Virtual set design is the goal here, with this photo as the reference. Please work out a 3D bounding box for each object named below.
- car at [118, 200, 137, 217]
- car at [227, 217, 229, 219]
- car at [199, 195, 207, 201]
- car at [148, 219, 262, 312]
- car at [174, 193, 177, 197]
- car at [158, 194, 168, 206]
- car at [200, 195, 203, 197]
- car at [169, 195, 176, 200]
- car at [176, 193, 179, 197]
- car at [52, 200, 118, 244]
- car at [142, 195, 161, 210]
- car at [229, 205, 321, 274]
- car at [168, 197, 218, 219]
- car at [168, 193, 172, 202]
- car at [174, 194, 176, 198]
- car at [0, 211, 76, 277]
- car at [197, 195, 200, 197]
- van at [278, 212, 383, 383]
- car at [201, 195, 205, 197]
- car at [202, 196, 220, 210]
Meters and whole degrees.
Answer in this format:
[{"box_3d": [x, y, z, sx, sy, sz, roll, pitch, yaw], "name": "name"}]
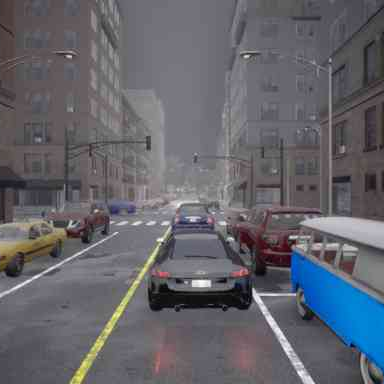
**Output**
[{"box_3d": [-7.735, 1.505, 31.216, 5.008, 1.535, 1.882, 0, 0, 0], "name": "car"}, {"box_3d": [2.645, 1.581, 16.086, 1.802, 1.307, 4.206, 0, 0, 0], "name": "car"}, {"box_3d": [2.673, 1.437, 81.468, 1.967, 1.590, 4.097, 0, 0, 0], "name": "car"}, {"box_3d": [0.101, 1.564, 7.799, 1.994, 1.385, 4.181, 0, 0, -2], "name": "car"}, {"box_3d": [-5.367, 1.563, 81.472, 1.947, 1.339, 4.313, 0, 0, 0], "name": "car"}, {"box_3d": [-5.389, 1.522, 53.892, 1.752, 1.417, 4.829, 0, 0, 0], "name": "car"}, {"box_3d": [2.661, 1.547, 54.058, 2.008, 1.369, 4.403, 0, 0, 0], "name": "car"}, {"box_3d": [-5.359, 1.523, 92.266, 1.752, 1.417, 4.829, 0, 0, 0], "name": "car"}, {"box_3d": [-5.362, 1.312, 86.954, 2.192, 1.841, 5.009, 0, 0, 0], "name": "car"}, {"box_3d": [-5.393, 1.314, 16.091, 2.192, 1.841, 5.009, 0, 0, 0], "name": "car"}, {"box_3d": [-5.397, 1.521, 42.928, 1.752, 1.417, 4.829, 0, 0, 0], "name": "car"}, {"box_3d": [2.643, 1.314, 10.407, 2.192, 1.841, 5.009, 0, 0, 0], "name": "car"}, {"box_3d": [0.057, 1.351, 17.855, 2.097, 1.767, 4.553, 0, 0, 0], "name": "car"}, {"box_3d": [-5.384, 1.311, 59.544, 2.192, 1.841, 5.009, 0, 0, 0], "name": "car"}, {"box_3d": [-5.371, 1.548, 75.990, 2.008, 1.369, 4.403, 0, 0, 0], "name": "car"}, {"box_3d": [-5.395, 1.525, 10.242, 1.752, 1.417, 4.829, 0, 0, 0], "name": "car"}, {"box_3d": [2.668, 1.547, 70.504, 2.008, 1.369, 4.403, 0, 0, 0], "name": "car"}, {"box_3d": [2.640, 1.341, 4.729, 1.690, 1.788, 3.998, 0, 0, 0], "name": "van"}, {"box_3d": [2.659, 1.541, 48.576, 1.887, 1.381, 4.507, 0, 0, 0], "name": "car"}, {"box_3d": [2.656, 1.547, 43.095, 2.008, 1.369, 4.403, 0, 0, 0], "name": "car"}]
